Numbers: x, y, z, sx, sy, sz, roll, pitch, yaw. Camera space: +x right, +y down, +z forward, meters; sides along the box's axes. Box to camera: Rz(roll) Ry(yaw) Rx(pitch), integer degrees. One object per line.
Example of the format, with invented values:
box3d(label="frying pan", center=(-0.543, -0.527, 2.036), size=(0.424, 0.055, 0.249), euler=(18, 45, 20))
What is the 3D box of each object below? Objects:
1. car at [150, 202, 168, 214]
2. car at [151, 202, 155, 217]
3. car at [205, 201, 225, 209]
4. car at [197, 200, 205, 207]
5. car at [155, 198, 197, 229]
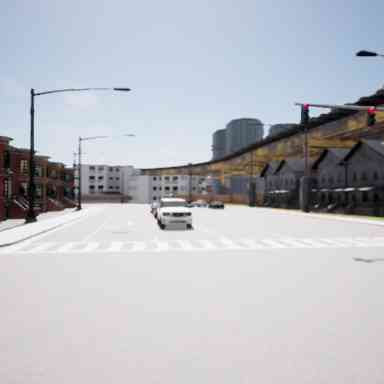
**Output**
box3d(label="car", center=(-4.413, 2.047, 43.676), size=(2.033, 1.411, 5.357), euler=(0, -1, -9))
box3d(label="car", center=(-2.897, 1.993, 34.178), size=(1.895, 1.301, 4.718), euler=(0, -1, -9))
box3d(label="car", center=(4.158, 2.235, 56.852), size=(1.994, 1.385, 4.181), euler=(0, -1, -12))
box3d(label="car", center=(1.395, 2.298, 66.149), size=(1.812, 1.442, 4.674), euler=(0, -1, -26))
box3d(label="car", center=(-1.345, 1.505, 24.540), size=(2.150, 2.045, 5.566), euler=(0, -1, -9))
